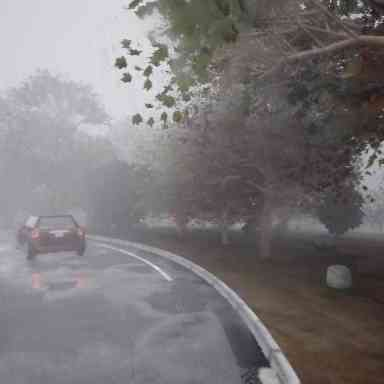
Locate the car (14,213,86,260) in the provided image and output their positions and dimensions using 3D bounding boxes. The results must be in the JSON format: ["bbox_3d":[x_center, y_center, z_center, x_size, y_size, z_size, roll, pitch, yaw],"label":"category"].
[{"bbox_3d":[-6.152,1.663,14.166,2.097,1.767,4.553,1,-1,-34],"label":"car"}]
